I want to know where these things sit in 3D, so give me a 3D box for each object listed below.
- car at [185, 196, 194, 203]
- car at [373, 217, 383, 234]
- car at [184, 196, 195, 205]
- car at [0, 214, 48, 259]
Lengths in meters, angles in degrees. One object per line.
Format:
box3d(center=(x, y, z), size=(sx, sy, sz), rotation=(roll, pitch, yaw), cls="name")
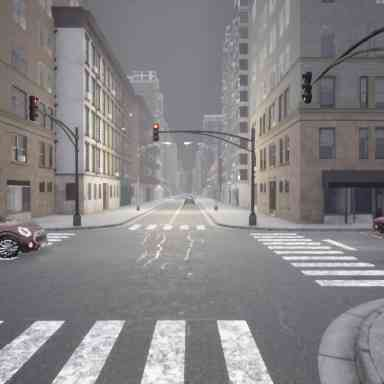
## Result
box3d(center=(-0.523, 1.547, 69.174), size=(1.812, 1.442, 4.674), rotation=(0, 0, 0), cls="car")
box3d(center=(11.647, 1.529, 16.970), size=(4.507, 1.381, 1.887), rotation=(0, 0, 0), cls="car")
box3d(center=(-0.446, 1.541, 59.170), size=(1.812, 1.442, 4.674), rotation=(0, 0, 0), cls="car")
box3d(center=(-7.692, 1.354, 11.899), size=(4.553, 1.767, 2.097), rotation=(0, 0, -9), cls="car")
